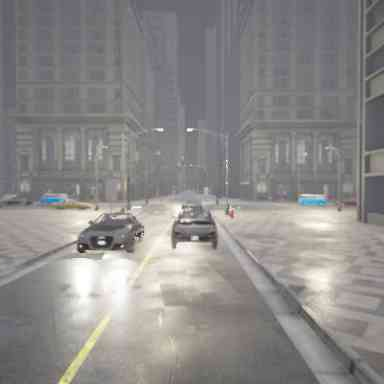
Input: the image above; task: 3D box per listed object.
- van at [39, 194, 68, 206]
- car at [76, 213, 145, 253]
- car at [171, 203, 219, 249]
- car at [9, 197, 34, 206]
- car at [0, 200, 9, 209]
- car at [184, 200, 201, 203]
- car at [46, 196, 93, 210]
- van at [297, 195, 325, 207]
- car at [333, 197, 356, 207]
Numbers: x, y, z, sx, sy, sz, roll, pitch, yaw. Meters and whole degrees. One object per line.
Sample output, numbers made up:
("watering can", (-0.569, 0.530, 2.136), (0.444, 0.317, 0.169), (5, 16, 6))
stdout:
("van", (-20.245, 1.146, 49.012), (3.998, 1.788, 1.690), (0, 1, 0))
("car", (-3.084, 1.537, 13.338), (1.994, 1.385, 4.181), (0, 0, 0))
("car", (0.095, 1.463, 14.458), (2.128, 1.511, 4.902), (0, 0, 0))
("car", (-25.659, 1.355, 48.993), (4.313, 1.339, 1.947), (0, 1, 0))
("car", (-25.394, 1.487, 40.470), (4.507, 1.381, 1.887), (0, 1, 0))
("car", (0.067, 1.460, 28.541), (1.837, 1.490, 4.892), (0, 0, 3))
("car", (-14.644, 1.500, 40.508), (4.829, 1.417, 1.752), (0, 1, 0))
("van", (17.739, 1.273, 49.181), (3.998, 1.788, 1.690), (0, 1, 0))
("car", (23.263, 1.497, 49.205), (4.507, 1.381, 1.887), (0, 1, 0))
